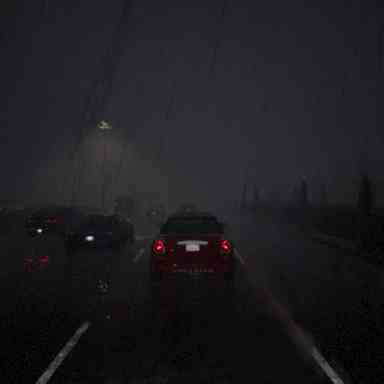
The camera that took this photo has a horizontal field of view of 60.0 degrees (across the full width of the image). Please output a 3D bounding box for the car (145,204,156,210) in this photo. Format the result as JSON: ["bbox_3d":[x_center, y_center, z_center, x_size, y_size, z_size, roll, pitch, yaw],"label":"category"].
[{"bbox_3d":[-3.835,1.931,35.862,1.895,1.301,4.718,0,-3,-1],"label":"car"}]

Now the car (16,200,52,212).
[{"bbox_3d":[-14.385,1.603,31.681,1.895,1.301,4.718,0,-2,-1],"label":"car"}]

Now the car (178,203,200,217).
[{"bbox_3d":[-0.302,1.760,33.171,1.994,1.385,4.181,0,-2,-1],"label":"car"}]

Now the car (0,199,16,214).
[{"bbox_3d":[-17.886,1.490,31.692,2.097,1.767,4.553,0,-2,-1],"label":"car"}]

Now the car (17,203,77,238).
[{"bbox_3d":[-7.111,1.528,17.883,1.837,1.490,4.892,0,0,-1],"label":"car"}]

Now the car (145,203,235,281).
[{"bbox_3d":[-0.011,1.348,10.014,2.097,1.767,4.553,0,0,-1],"label":"car"}]

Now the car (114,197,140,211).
[{"bbox_3d":[-7.362,1.672,37.820,2.150,2.045,5.566,0,-3,-1],"label":"car"}]

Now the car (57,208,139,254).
[{"bbox_3d":[-3.554,1.573,13.488,1.994,1.385,4.181,0,0,-1],"label":"car"}]
